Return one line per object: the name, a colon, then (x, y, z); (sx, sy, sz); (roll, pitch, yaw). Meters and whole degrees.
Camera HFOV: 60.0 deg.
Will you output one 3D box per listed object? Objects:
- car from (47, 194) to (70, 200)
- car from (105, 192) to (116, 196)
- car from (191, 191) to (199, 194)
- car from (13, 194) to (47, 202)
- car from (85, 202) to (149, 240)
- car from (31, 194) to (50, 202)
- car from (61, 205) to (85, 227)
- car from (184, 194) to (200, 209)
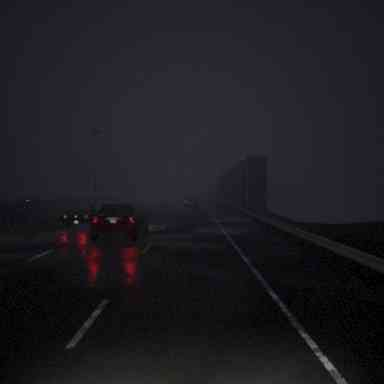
car: (-24.211, 1.197, 61.235); (2.128, 1.511, 4.902); (0, 0, 2)
car: (-20.300, 0.875, 82.660); (2.097, 1.767, 4.553); (0, 0, 0)
car: (0.687, 0.634, 79.936); (2.033, 1.649, 4.856); (0, 0, 0)
car: (-21.053, 1.136, 42.699); (2.097, 1.767, 4.553); (0, 0, 1)
car: (-3.401, 1.269, 16.484); (2.097, 1.767, 4.553); (0, 0, 0)
car: (-31.037, 1.180, 68.234); (1.812, 1.442, 4.674); (0, 0, 1)
car: (-6.900, 1.489, 22.050); (1.895, 1.301, 4.718); (0, 0, 0)
car: (0.004, 1.339, 41.900); (2.163, 1.488, 4.792); (0, 0, 0)
